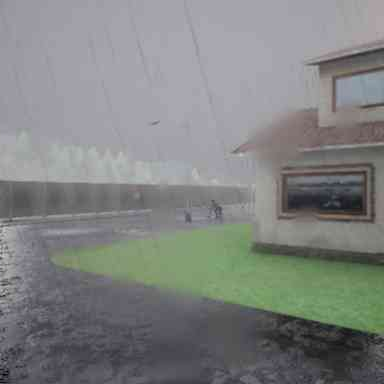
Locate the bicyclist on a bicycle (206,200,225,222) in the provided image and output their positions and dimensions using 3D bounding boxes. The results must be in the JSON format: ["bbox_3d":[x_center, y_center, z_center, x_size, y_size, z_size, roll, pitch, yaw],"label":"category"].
[{"bbox_3d":[1.665,1.382,24.185,1.656,1.620,0.582,-1,0,35],"label":"bicyclist on a bicycle"}]
